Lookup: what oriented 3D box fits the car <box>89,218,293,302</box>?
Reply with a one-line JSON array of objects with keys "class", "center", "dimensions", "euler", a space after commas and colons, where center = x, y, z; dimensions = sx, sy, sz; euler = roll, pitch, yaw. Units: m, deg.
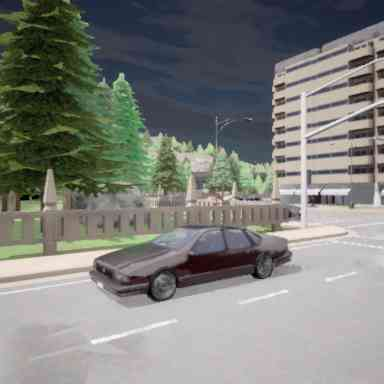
[{"class": "car", "center": [0.268, 1.545, 8.469], "dimensions": [5.357, 1.411, 2.033], "euler": [0, 0, -35]}]

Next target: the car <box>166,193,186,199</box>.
[{"class": "car", "center": [-1.874, 1.156, 44.872], "dimensions": [2.150, 2.045, 5.566], "euler": [0, 0, -14]}]

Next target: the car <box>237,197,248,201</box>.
[{"class": "car", "center": [7.085, 1.481, 33.343], "dimensions": [2.033, 1.411, 5.357], "euler": [0, 0, -33]}]

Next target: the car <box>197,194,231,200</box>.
[{"class": "car", "center": [2.635, 1.411, 42.188], "dimensions": [1.882, 1.535, 5.008], "euler": [0, 0, -20]}]

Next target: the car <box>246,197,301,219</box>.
[{"class": "car", "center": [7.061, 1.427, 27.168], "dimensions": [2.128, 1.511, 4.902], "euler": [0, 0, -33]}]

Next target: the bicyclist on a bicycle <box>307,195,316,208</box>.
[{"class": "bicyclist on a bicycle", "center": [15.306, 1.229, 42.449], "dimensions": [1.656, 1.620, 0.582], "euler": [0, 0, -29]}]

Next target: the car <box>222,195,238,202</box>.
[{"class": "car", "center": [8.588, 1.447, 75.176], "dimensions": [1.812, 1.442, 4.674], "euler": [0, 0, 32]}]

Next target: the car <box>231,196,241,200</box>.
[{"class": "car", "center": [9.239, 1.471, 67.906], "dimensions": [2.033, 1.411, 5.357], "euler": [0, 0, 20]}]

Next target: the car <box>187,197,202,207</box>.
[{"class": "car", "center": [0.273, 1.532, 52.070], "dimensions": [1.895, 1.301, 4.718], "euler": [0, 0, -5]}]

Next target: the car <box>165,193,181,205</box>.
[{"class": "car", "center": [-3.321, 1.151, 59.049], "dimensions": [2.150, 2.045, 5.566], "euler": [0, 0, 4]}]
